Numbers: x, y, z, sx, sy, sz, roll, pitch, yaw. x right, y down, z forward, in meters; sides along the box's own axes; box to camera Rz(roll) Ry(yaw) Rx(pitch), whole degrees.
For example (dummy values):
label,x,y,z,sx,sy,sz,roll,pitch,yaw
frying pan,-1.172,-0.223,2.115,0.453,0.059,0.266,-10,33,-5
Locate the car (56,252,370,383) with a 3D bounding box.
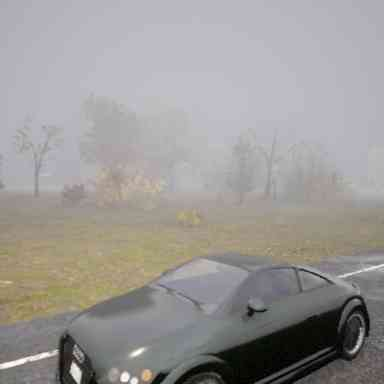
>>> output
label,x,y,z,sx,sy,sz,roll,pitch,yaw
car,0.492,1.564,4.386,4.181,1.385,1.994,0,0,-36
